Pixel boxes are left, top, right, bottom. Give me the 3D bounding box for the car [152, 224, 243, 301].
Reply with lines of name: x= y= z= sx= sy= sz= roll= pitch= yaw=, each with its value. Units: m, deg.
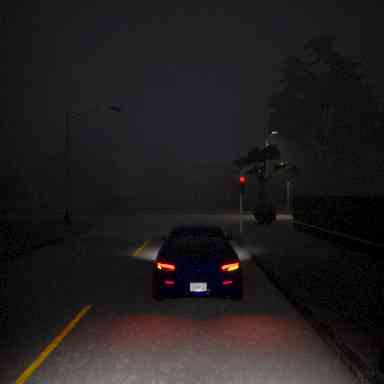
car: x=0.120 y=1.526 z=8.214 sx=1.812 sy=1.442 sz=4.674 roll=0 pitch=0 yaw=0
